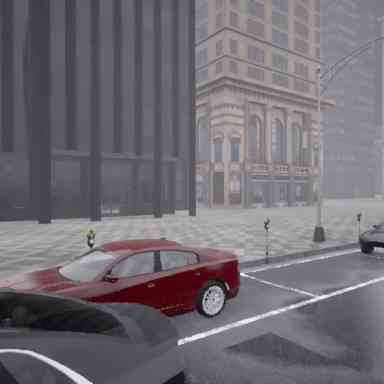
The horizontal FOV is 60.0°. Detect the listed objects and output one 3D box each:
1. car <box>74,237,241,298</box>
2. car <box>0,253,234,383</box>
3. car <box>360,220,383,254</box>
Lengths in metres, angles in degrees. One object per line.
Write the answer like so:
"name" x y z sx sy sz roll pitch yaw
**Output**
"car" -1.155 1.544 5.830 4.507 1.381 1.887 0 0 -36
"car" -2.234 1.505 1.779 4.892 1.490 1.837 0 0 -36
"car" 8.022 1.564 12.391 4.313 1.339 1.947 0 0 -36
